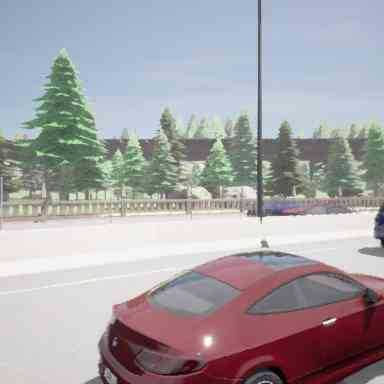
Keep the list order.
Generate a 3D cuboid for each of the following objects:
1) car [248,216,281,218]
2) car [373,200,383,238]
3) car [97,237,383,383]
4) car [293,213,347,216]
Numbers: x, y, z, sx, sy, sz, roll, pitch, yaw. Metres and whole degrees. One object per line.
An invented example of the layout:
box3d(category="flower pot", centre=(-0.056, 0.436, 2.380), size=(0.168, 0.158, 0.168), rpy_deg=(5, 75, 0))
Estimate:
box3d(category="car", centre=(6.663, 1.352, 27.166), size=(4.553, 1.767, 2.097), rpy_deg=(0, 0, -23))
box3d(category="car", centre=(9.618, 1.221, 13.017), size=(5.566, 2.045, 2.150), rpy_deg=(0, 0, -25))
box3d(category="car", centre=(1.176, 1.526, 4.324), size=(4.674, 1.442, 1.812), rpy_deg=(0, 0, -33))
box3d(category="car", centre=(8.008, 1.525, 20.151), size=(4.674, 1.442, 1.812), rpy_deg=(0, 0, -24))
